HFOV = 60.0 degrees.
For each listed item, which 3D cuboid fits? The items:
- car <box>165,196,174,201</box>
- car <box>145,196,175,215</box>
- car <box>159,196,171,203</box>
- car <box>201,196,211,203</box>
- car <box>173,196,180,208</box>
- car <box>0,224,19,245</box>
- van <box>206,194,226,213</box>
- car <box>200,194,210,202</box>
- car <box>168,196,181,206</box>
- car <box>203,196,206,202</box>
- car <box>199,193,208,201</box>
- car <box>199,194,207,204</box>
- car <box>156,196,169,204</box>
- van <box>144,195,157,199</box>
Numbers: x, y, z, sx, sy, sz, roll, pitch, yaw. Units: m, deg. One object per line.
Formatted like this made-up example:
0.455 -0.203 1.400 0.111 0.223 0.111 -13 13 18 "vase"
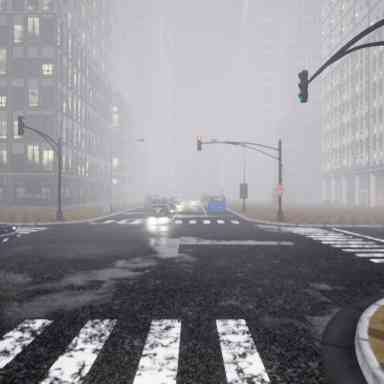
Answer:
-5.491 1.571 80.281 1.802 1.307 4.206 0 0 0 "car"
-3.176 1.488 33.311 2.128 1.511 4.902 0 0 -1 "car"
-5.554 1.542 69.201 2.008 1.369 4.403 0 0 0 "car"
2.826 1.536 69.155 1.887 1.381 4.507 0 0 0 "car"
-3.110 1.543 43.836 2.033 1.411 5.357 0 0 0 "car"
-9.440 1.537 12.934 4.718 1.301 1.895 1 0 -1 "car"
2.752 1.337 35.923 1.690 1.788 3.998 0 0 0 "van"
2.859 1.305 74.695 2.192 1.841 5.009 0 0 0 "car"
-3.013 1.472 57.174 1.882 1.535 5.008 0 0 1 "car"
2.693 1.541 41.462 1.887 1.381 4.507 0 0 0 "car"
2.922 1.302 85.773 2.192 1.841 5.009 0 0 0 "car"
2.796 1.308 63.616 2.192 1.841 5.009 0 0 0 "car"
-5.585 1.559 63.663 1.947 1.339 4.313 0 0 0 "car"
-5.679 1.337 47.045 1.690 1.788 3.998 0 0 0 "van"
